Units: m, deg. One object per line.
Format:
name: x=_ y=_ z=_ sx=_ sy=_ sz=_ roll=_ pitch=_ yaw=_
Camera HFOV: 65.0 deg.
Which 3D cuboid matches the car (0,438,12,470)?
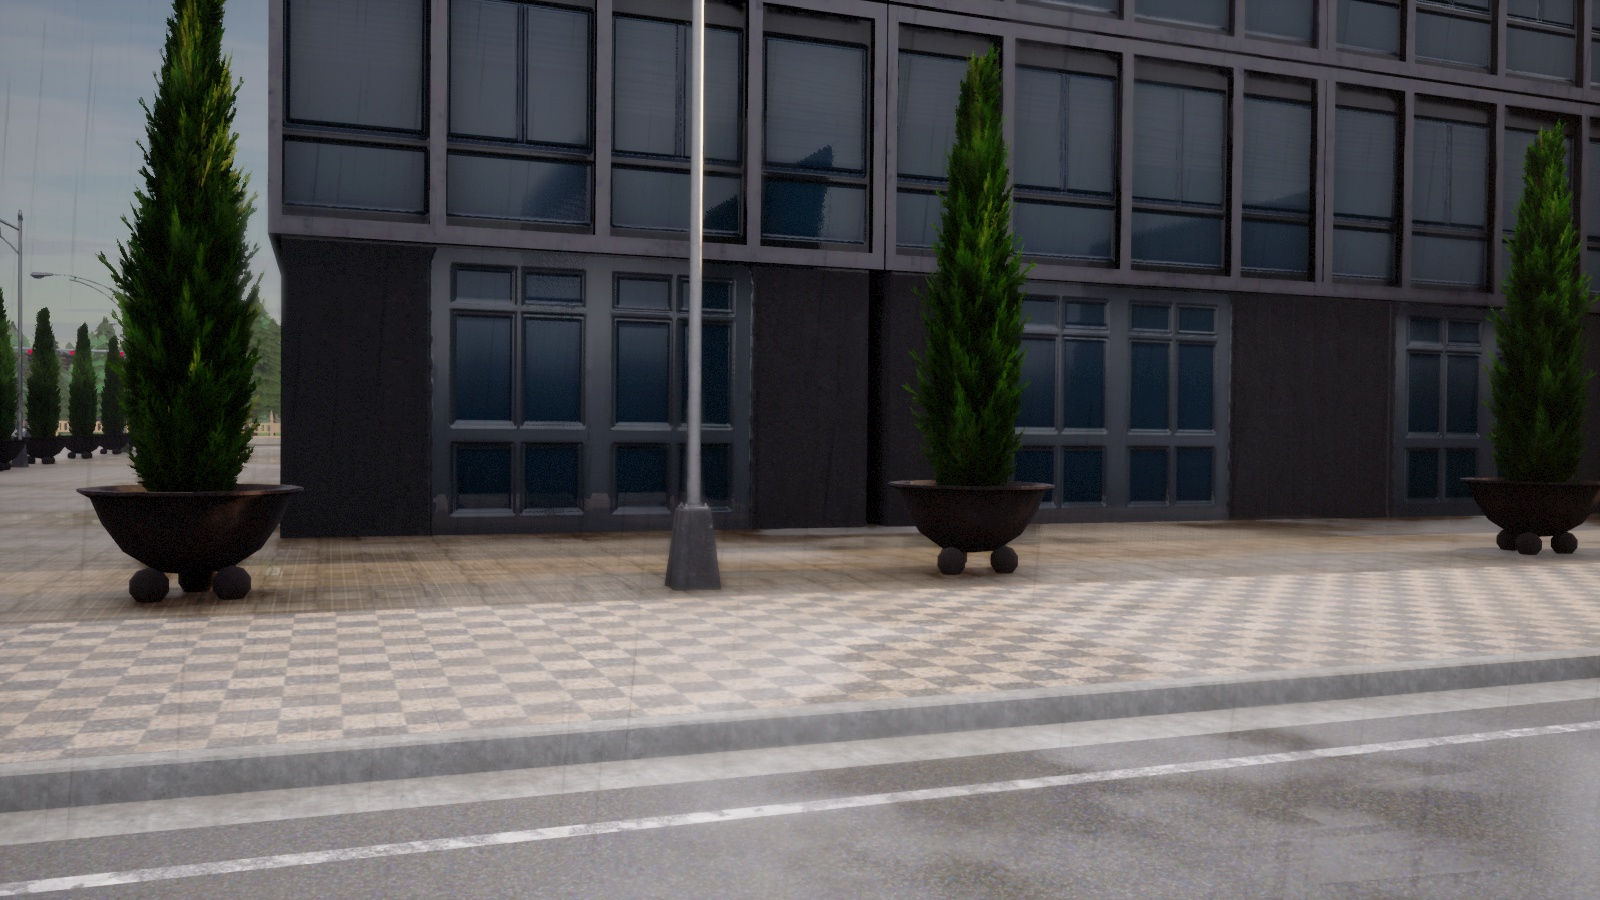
car: x=-38.497 y=0.209 z=58.691 sx=1.837 sy=1.490 sz=4.892 roll=-1 pitch=1 yaw=-20
